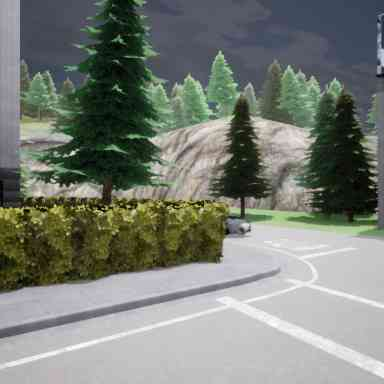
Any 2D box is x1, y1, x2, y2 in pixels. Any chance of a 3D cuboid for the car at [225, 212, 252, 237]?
[{"bbox_3d":[1.221,1.666,19.334,2.128,1.511,4.902,0,0,-42],"label":"car"}]
